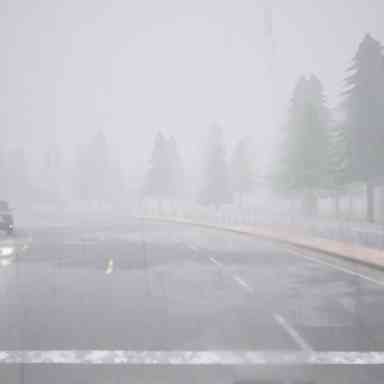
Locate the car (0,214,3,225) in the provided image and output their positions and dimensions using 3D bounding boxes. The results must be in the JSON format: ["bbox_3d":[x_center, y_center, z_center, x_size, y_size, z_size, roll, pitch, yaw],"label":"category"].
[{"bbox_3d":[-8.370,1.697,11.089,2.033,1.411,5.357,0,-1,-14],"label":"car"}]

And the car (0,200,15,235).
[{"bbox_3d":[-12.333,1.514,20.480,2.150,2.045,5.566,0,-1,-32],"label":"car"}]
